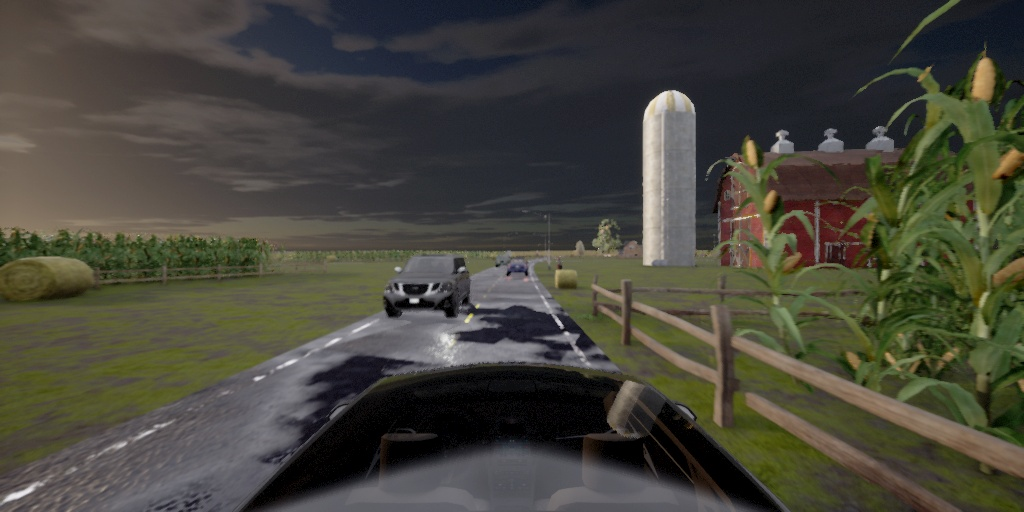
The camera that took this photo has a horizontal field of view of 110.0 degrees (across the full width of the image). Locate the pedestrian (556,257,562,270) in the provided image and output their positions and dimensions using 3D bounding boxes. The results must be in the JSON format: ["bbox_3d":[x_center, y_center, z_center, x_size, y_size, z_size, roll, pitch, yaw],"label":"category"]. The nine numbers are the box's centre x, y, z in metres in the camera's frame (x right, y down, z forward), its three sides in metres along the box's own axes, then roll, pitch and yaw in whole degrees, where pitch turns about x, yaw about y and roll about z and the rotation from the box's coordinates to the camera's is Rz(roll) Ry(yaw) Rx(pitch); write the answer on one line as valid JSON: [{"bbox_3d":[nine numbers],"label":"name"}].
[{"bbox_3d":[2.985,0.965,23.009,0.375,1.860,0.375,0,1,-2],"label":"pedestrian"}]

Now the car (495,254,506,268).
[{"bbox_3d":[-1.357,0.781,55.239,2.150,2.045,5.566,0,0,4],"label":"car"}]

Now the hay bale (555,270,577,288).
[{"bbox_3d":[3.261,1.341,21.735,1.220,1.180,1.240,0,0,1],"label":"hay bale"}]

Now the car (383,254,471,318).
[{"bbox_3d":[-2.809,0.935,13.151,2.150,2.045,5.566,0,0,0],"label":"car"}]

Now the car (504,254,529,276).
[{"bbox_3d":[0.600,0.987,36.154,2.097,1.767,4.553,0,0,3],"label":"car"}]
